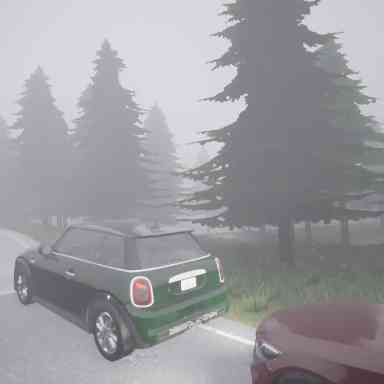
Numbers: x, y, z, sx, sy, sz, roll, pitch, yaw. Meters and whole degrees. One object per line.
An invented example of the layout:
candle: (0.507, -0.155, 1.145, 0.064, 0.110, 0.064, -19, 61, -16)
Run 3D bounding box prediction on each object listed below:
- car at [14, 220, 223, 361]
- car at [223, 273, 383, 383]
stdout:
car: (-1.578, 1.308, 6.216, 4.553, 1.767, 2.097, 1, 1, 44)
car: (2.751, 1.531, 2.594, 4.674, 1.442, 1.812, 1, 0, 36)
